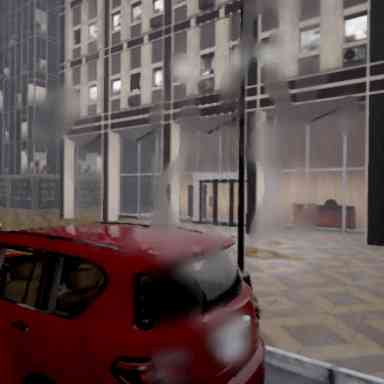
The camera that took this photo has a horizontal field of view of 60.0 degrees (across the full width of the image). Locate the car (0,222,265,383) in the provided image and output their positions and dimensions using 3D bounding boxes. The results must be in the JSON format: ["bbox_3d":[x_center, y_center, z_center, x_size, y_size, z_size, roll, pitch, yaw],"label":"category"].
[{"bbox_3d":[-1.614,1.307,4.018,5.009,1.841,2.192,0,1,36],"label":"car"}]
